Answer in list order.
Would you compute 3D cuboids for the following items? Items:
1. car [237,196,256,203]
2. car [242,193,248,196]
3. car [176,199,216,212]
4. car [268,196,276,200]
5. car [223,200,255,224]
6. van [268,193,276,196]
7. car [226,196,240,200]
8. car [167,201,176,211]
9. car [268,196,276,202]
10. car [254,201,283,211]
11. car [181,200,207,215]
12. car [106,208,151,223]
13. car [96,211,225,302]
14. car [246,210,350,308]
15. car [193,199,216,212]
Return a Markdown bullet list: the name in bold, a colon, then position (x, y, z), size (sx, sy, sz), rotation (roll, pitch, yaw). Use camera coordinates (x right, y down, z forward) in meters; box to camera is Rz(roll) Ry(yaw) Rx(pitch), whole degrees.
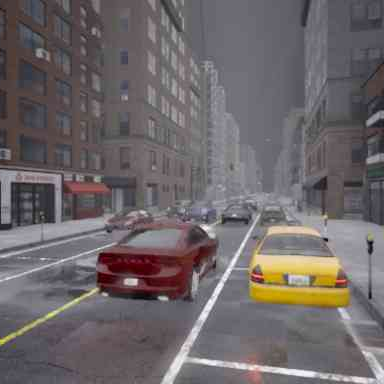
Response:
- **car**: position (6.772, 1.553, 39.287), size (1.812, 1.442, 4.674), rotation (0, 0, 13)
- **car**: position (13.219, 1.588, 89.229), size (1.752, 1.417, 4.829), rotation (0, 0, 13)
- **car**: position (0.568, 1.382, 25.628), size (2.097, 1.767, 4.553), rotation (0, 0, 14)
- **car**: position (8.152, 1.456, 33.730), size (1.967, 1.590, 4.097), rotation (0, 0, 13)
- **car**: position (3.409, 1.584, 24.848), size (1.994, 1.385, 4.181), rotation (0, 0, 13)
- **van**: position (15.760, 1.370, 65.430), size (1.690, 1.788, 3.998), rotation (0, 0, 13)
- **car**: position (7.955, 1.608, 67.294), size (2.008, 1.369, 4.403), rotation (0, 0, 13)
- **car**: position (-0.941, 1.481, 30.229), size (1.967, 1.590, 4.097), rotation (0, 0, 13)
- **car**: position (18.412, 1.615, 76.478), size (1.802, 1.307, 4.206), rotation (0, 0, 13)
- **car**: position (5.576, 1.562, 22.997), size (2.008, 1.369, 4.403), rotation (0, 0, 13)
- **car**: position (0.307, 1.569, 35.429), size (1.752, 1.417, 4.829), rotation (0, 0, 13)
- **car**: position (-3.516, 1.618, 19.496), size (1.802, 1.307, 4.206), rotation (0, 0, 13)
- **car**: position (-0.526, 1.490, 8.449), size (1.882, 1.535, 5.008), rotation (0, 0, 14)
- **car**: position (2.401, 1.459, 8.103), size (1.801, 1.575, 5.366), rotation (0, 0, 13)
- **car**: position (1.635, 1.597, 40.960), size (2.008, 1.369, 4.403), rotation (0, 0, 13)
